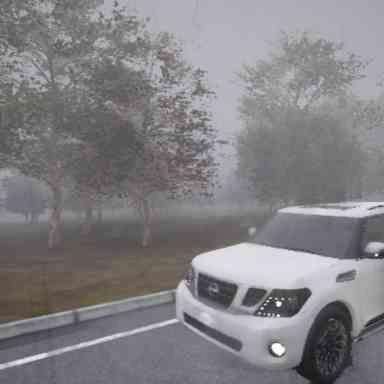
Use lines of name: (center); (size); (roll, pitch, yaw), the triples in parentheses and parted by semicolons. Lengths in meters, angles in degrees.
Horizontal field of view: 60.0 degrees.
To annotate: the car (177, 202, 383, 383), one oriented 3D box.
car: (2.438, 1.221, 5.729); (5.566, 2.045, 2.150); (0, 0, -35)
